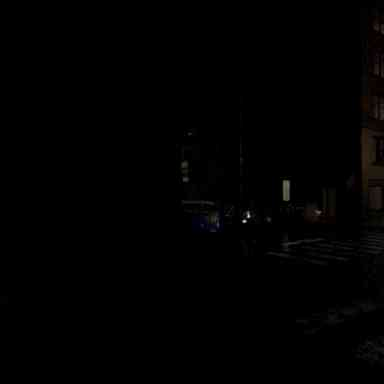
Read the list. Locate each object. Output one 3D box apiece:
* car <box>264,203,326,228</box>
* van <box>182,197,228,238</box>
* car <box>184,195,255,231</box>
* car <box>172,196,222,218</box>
[{"bbox_3d":[6.771,1.423,22.388,1.967,1.590,4.097,0,0,-35],"label":"car"},{"bbox_3d":[-0.199,1.340,17.478,1.690,1.788,3.998,0,0,-35],"label":"van"},{"bbox_3d":[1.310,1.214,20.167,2.150,2.045,5.566,0,0,-33],"label":"car"},{"bbox_3d":[0.357,1.291,31.533,2.192,1.841,5.009,0,0,-35],"label":"car"}]
